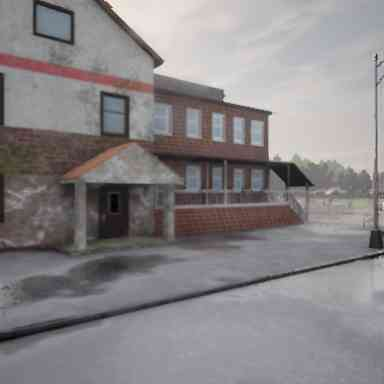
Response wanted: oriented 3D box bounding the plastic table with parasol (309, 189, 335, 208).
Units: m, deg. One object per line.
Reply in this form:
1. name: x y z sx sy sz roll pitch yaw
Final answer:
1. plastic table with parasol: 18.106 0.901 46.439 2.482 2.480 2.482 0 0 -35
